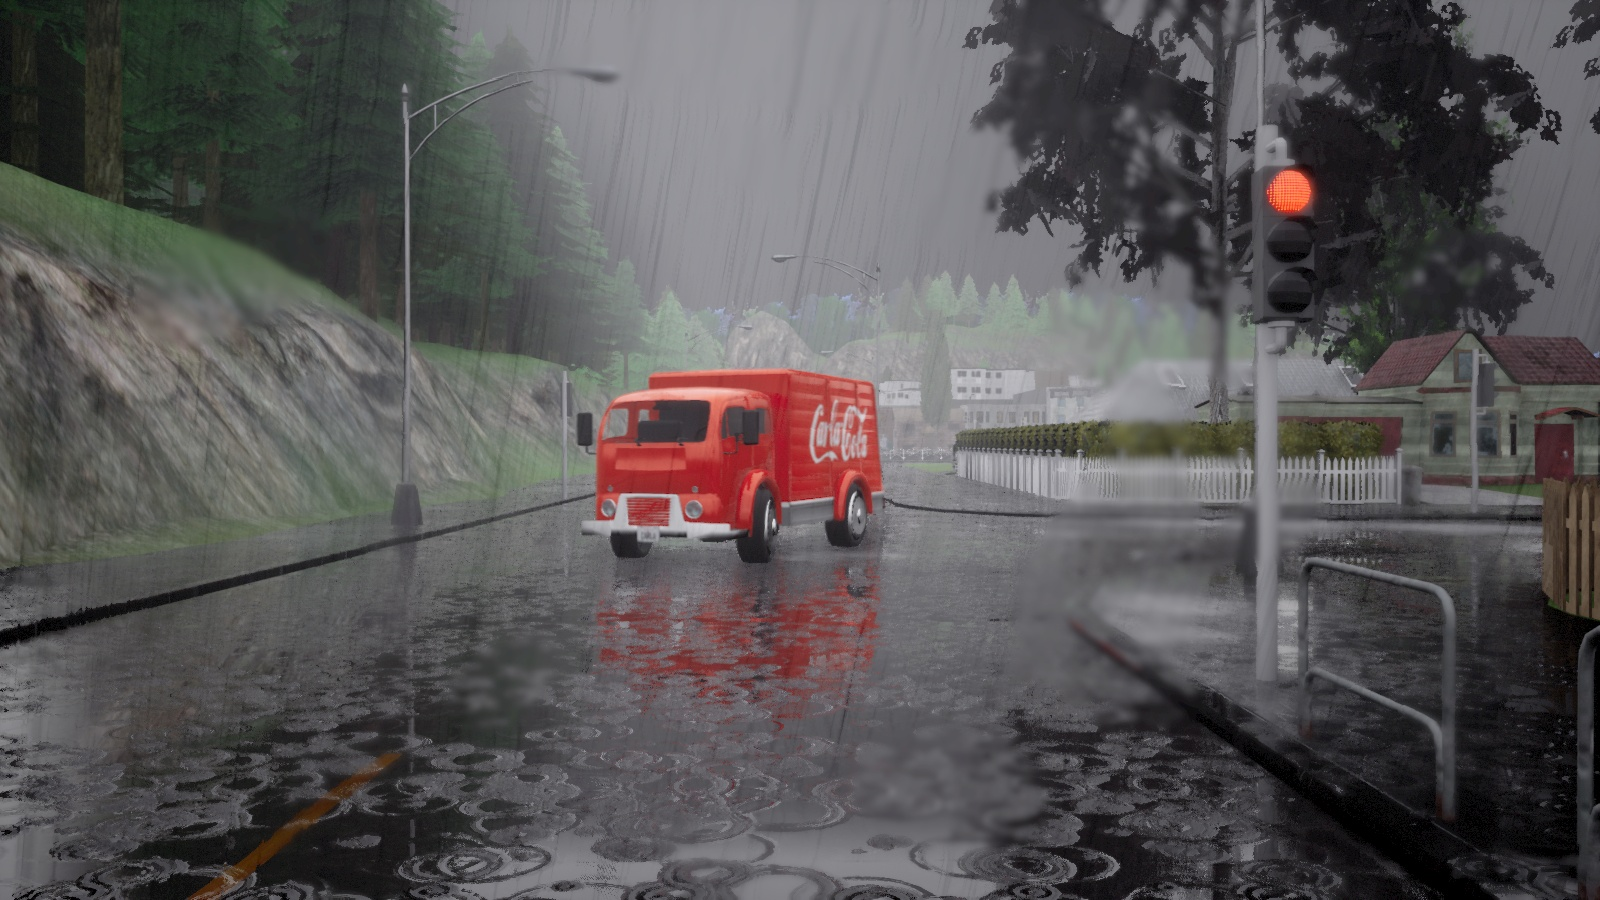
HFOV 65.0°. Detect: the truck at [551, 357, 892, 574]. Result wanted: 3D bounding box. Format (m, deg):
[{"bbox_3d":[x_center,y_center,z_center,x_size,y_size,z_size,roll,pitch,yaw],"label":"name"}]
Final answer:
[{"bbox_3d":[-0.815,0.161,17.190,2.627,2.467,5.204,0,0,22],"label":"truck"}]
